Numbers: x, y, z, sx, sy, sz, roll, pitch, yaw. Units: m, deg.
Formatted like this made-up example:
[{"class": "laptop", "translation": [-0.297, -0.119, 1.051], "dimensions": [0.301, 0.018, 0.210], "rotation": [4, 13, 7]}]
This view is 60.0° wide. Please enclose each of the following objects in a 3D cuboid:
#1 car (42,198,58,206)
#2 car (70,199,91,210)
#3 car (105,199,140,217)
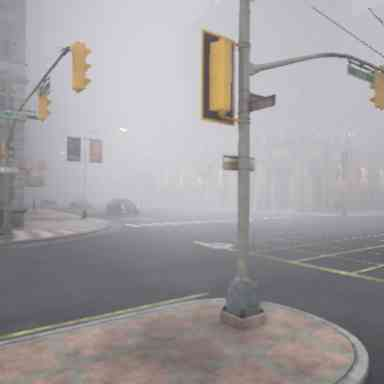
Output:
[{"class": "car", "translation": [-25.420, 1.726, 59.481], "dimensions": [1.895, 1.301, 4.718], "rotation": [1, 0, -35]}, {"class": "car", "translation": [-15.110, 1.650, 44.951], "dimensions": [1.812, 1.442, 4.674], "rotation": [1, 0, -36]}, {"class": "car", "translation": [-6.961, 1.475, 33.383], "dimensions": [2.097, 1.767, 4.553], "rotation": [1, 0, -36]}]
